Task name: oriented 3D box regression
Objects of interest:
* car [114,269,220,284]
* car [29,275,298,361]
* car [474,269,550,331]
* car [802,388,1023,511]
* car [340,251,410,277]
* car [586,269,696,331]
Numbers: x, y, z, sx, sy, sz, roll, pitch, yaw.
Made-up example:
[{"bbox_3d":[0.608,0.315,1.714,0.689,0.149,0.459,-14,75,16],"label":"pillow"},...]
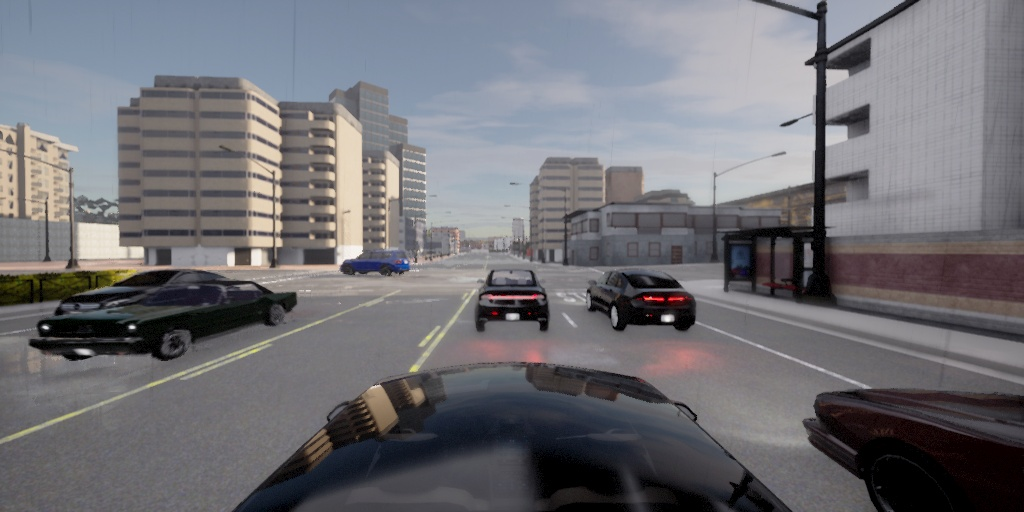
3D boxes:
[{"bbox_3d":[-10.654,1.139,11.064,1.812,1.442,4.674,0,1,0],"label":"car"},{"bbox_3d":[-7.135,1.257,8.174,1.895,1.301,4.718,0,1,0],"label":"car"},{"bbox_3d":[-0.015,1.114,10.446,2.128,1.511,4.902,0,1,-1],"label":"car"},{"bbox_3d":[3.585,1.311,0.773,2.033,1.411,5.357,0,1,0],"label":"car"},{"bbox_3d":[-11.152,0.598,29.331,5.566,2.045,2.150,0,0,11],"label":"car"},{"bbox_3d":[3.483,1.127,10.517,1.837,1.490,4.892,0,1,-1],"label":"car"}]
